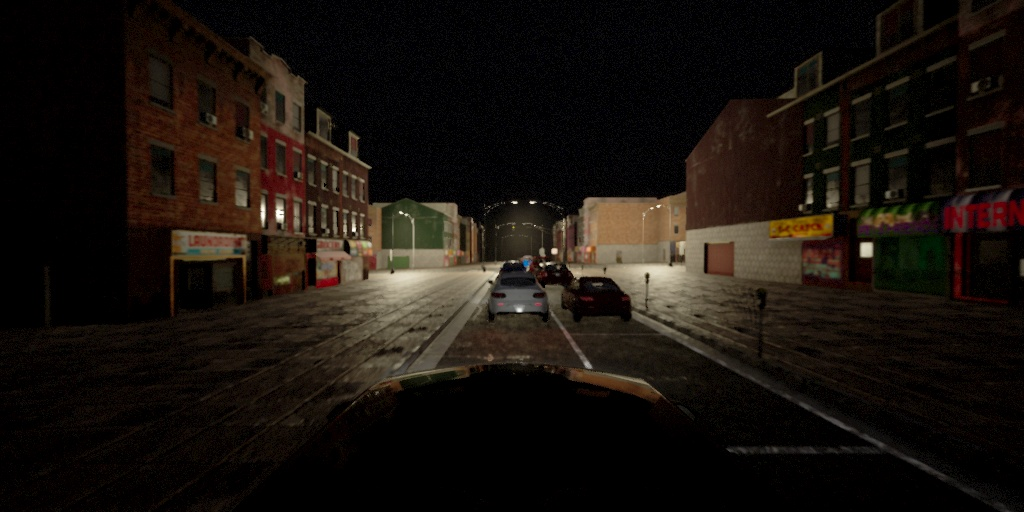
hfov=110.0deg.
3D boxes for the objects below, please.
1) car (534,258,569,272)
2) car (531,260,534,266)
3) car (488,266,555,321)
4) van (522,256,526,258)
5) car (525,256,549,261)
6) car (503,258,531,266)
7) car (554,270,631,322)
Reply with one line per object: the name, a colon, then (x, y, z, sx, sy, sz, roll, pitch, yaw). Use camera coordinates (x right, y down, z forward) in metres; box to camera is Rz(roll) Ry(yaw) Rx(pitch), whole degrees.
car: (2.649, 1.127, 22.633, 1.967, 1.591, 4.097, 0, 0, 0)
car: (2.652, 1.240, 28.035, 1.948, 1.339, 4.313, 0, 0, 0)
car: (0.149, 1.243, 12.203, 1.812, 1.442, 4.674, 0, 0, -2)
van: (2.670, 0.959, 59.798, 1.690, 1.789, 3.998, 0, 0, 0)
car: (2.655, 0.977, 33.437, 2.192, 1.841, 5.009, 0, 0, 0)
car: (0.109, 1.159, 24.986, 1.882, 1.535, 5.008, 0, 0, 0)
car: (2.643, 1.299, 11.828, 1.802, 1.307, 4.207, 0, 0, 0)
